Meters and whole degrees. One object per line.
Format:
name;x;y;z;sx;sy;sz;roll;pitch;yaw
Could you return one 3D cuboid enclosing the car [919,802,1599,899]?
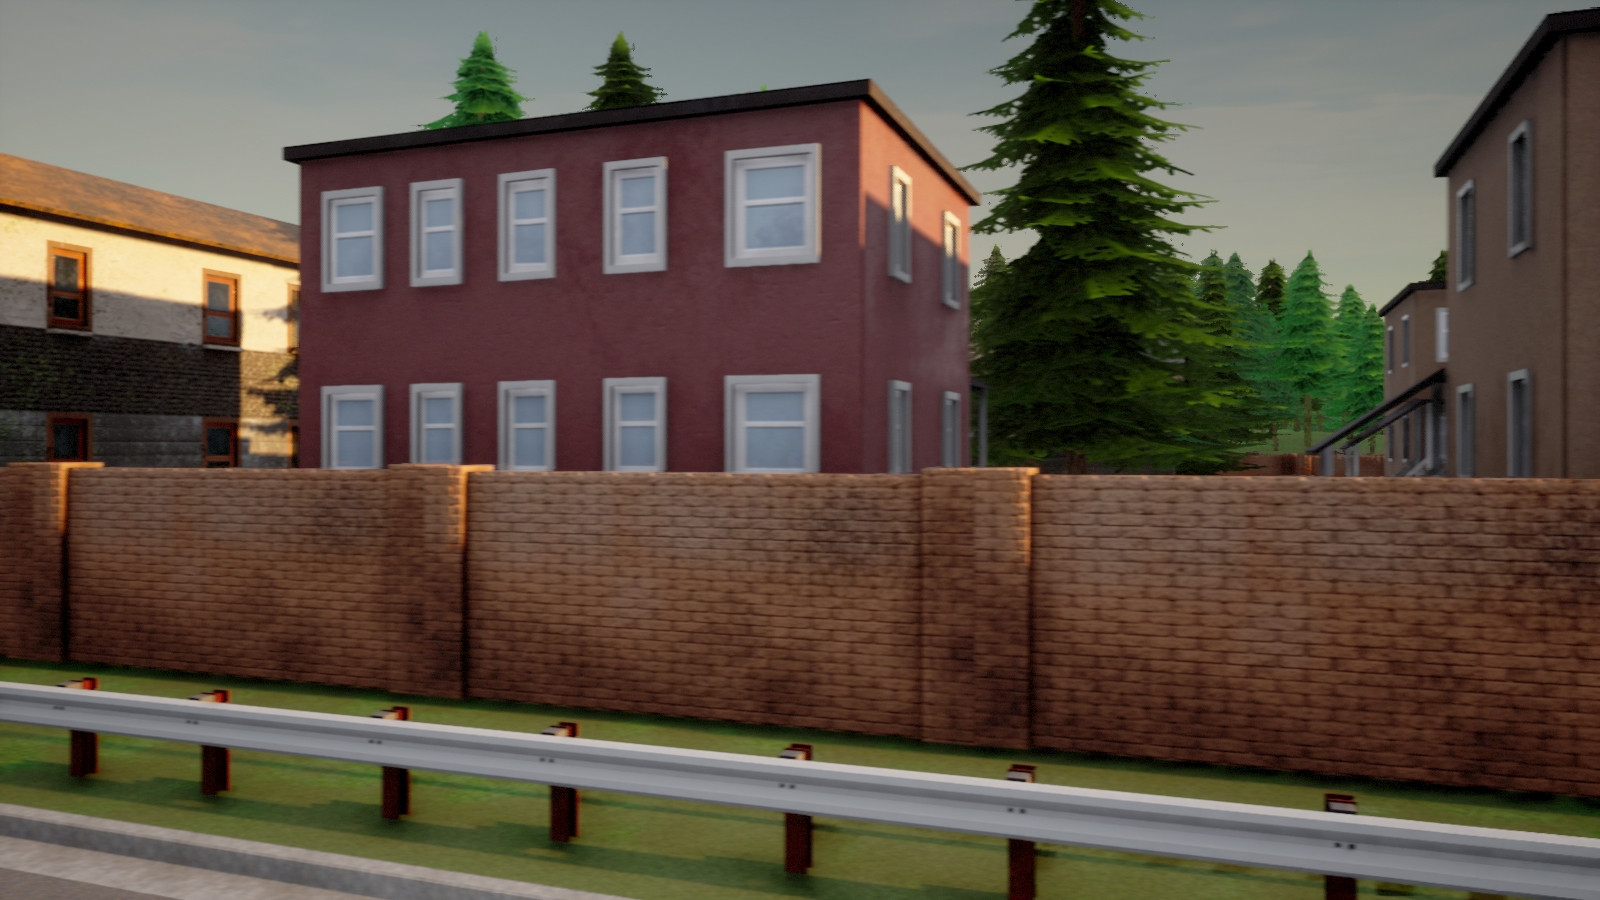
car;2.441;2.040;2.421;4.514;1.525;2.007;0;0;20
